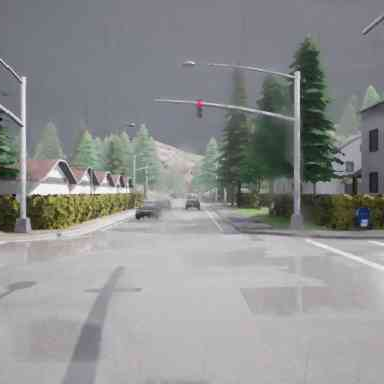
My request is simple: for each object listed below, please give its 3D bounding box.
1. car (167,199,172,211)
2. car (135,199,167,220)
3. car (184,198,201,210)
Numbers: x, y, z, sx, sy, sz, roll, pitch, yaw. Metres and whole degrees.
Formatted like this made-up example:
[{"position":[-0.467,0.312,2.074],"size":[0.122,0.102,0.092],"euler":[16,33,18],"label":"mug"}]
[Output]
[{"position":[-3.570,1.575,41.052],"size":[1.994,1.385,4.181],"euler":[0,0,0],"label":"car"},{"position":[-3.599,1.557,28.638],"size":[2.033,1.411,5.357],"euler":[0,0,0],"label":"car"},{"position":[0.100,1.519,43.289],"size":[1.837,1.490,4.892],"euler":[0,0,0],"label":"car"}]
